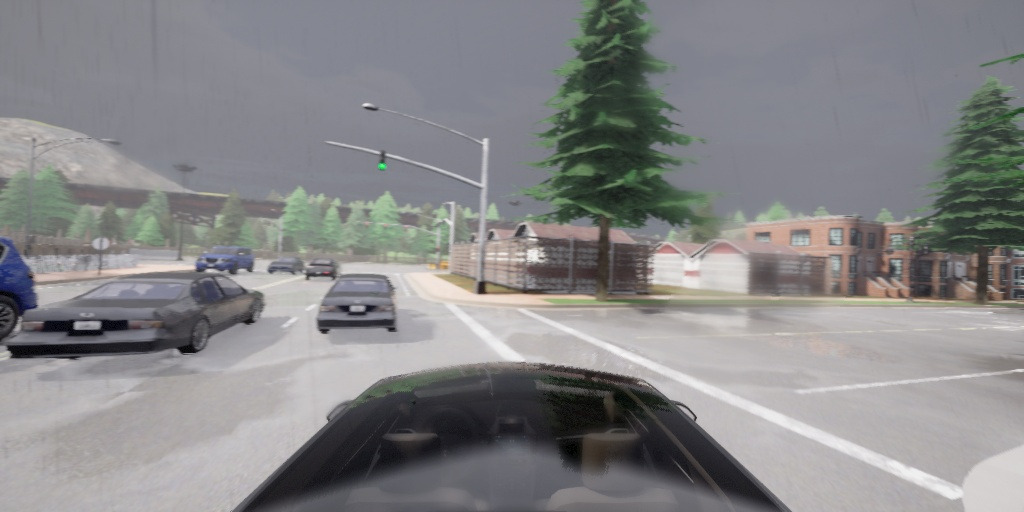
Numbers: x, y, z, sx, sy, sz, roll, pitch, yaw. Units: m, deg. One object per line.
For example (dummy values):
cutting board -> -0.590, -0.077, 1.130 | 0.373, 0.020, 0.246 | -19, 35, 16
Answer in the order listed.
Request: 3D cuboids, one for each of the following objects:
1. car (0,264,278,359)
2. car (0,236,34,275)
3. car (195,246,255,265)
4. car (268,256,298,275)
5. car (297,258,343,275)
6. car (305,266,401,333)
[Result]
car -> -6.994, 1.045, 7.583 | 2.033, 1.411, 5.357 | 3, -1, -19
car -> -9.922, 0.561, 4.795 | 2.150, 2.045, 5.566 | 3, -1, -19
car -> -21.253, 0.281, 26.898 | 2.150, 2.045, 5.566 | 3, -1, -19
car -> -18.551, 0.754, 29.772 | 2.033, 1.411, 5.357 | 3, -1, -19
car -> -13.147, 0.892, 25.230 | 2.128, 1.511, 4.902 | 3, -1, -19
car -> -4.236, 1.194, 10.295 | 2.033, 1.411, 5.357 | 3, -1, -19
